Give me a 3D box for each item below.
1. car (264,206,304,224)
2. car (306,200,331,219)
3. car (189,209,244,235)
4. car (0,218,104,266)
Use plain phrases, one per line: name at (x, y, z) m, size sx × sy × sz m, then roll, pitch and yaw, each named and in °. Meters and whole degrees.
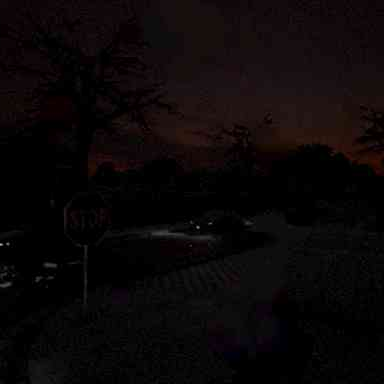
car at (8.306, 2.060, 30.514) m, size 1.837 × 1.490 × 4.892 m, roll 1°, pitch -1°, yaw 36°
car at (14.687, 2.006, 39.182) m, size 2.150 × 2.045 × 5.566 m, roll 1°, pitch -1°, yaw 37°
car at (1.722, 1.865, 21.524) m, size 1.812 × 1.442 × 4.674 m, roll 1°, pitch -1°, yaw 36°
car at (-5.382, 1.697, 12.291) m, size 1.994 × 1.385 × 4.181 m, roll 1°, pitch 0°, yaw 39°
